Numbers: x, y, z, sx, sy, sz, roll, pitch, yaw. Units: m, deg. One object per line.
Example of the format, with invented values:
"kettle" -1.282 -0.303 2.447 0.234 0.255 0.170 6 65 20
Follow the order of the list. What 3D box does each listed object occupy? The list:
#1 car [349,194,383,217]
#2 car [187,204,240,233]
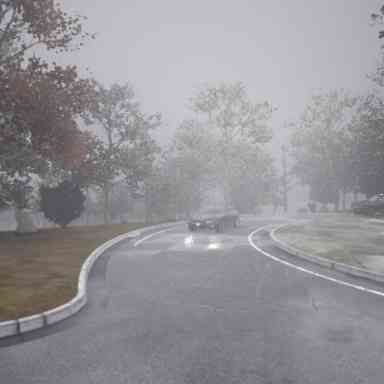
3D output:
"car" 17.178 1.194 29.849 5.566 2.045 2.150 0 -1 5
"car" 1.367 1.499 19.678 1.837 1.490 4.892 -1 -1 26
